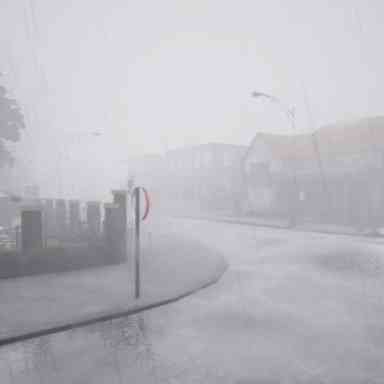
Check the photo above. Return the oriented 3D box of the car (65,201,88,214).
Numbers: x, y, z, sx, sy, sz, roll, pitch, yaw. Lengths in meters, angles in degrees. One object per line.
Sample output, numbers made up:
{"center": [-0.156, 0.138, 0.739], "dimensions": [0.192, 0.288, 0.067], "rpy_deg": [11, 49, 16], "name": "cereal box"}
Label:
{"center": [-12.267, 1.604, 35.085], "dimensions": [1.895, 1.301, 4.718], "rpy_deg": [0, 0, -35], "name": "car"}
